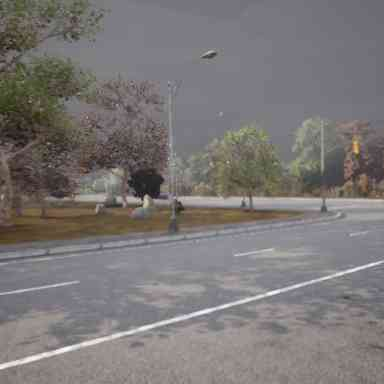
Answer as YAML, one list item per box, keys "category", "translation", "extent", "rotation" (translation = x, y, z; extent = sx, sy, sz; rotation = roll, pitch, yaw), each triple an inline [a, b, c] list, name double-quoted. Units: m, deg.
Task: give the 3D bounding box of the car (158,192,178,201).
- category: "car"
  translation: [-4.275, 0.803, 57.525]
  extent: [2.128, 1.511, 4.902]
  rotation: [-3, 1, -38]
